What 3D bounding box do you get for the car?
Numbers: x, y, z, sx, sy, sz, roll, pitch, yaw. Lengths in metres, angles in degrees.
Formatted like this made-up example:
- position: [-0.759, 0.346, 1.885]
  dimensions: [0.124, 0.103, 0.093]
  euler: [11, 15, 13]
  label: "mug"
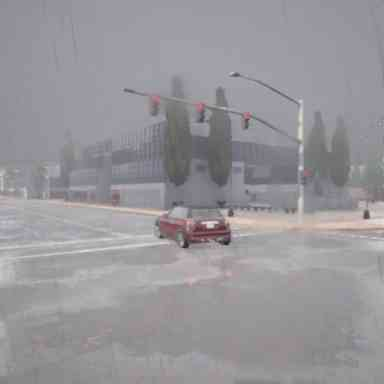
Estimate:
- position: [-0.117, 1.332, 14.805]
  dimensions: [2.097, 1.767, 4.553]
  euler: [0, 0, -23]
  label: "car"
